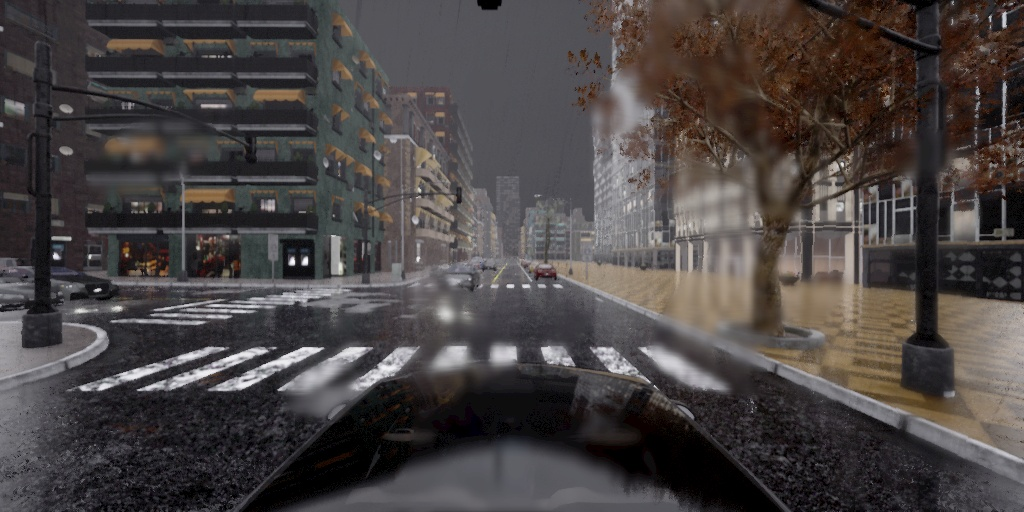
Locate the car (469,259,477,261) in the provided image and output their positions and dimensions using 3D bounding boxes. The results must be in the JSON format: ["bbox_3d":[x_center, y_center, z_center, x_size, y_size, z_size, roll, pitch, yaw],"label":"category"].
[{"bbox_3d":[-5.612,1.296,41.338,2.007,1.370,4.403,0,0,0],"label":"car"}]

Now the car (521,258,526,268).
[{"bbox_3d":[2.801,1.337,57.918,1.802,1.307,4.207,0,0,0],"label":"car"}]

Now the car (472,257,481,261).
[{"bbox_3d":[-5.590,1.191,52.403,1.967,1.591,4.097,0,0,0],"label":"car"}]

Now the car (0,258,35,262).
[{"bbox_3d":[-27.587,0.823,19.167,4.097,1.591,1.967,0,0,0],"label":"car"}]

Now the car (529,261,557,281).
[{"bbox_3d":[2.747,1.288,30.256,1.888,1.381,4.507,0,0,0],"label":"car"}]

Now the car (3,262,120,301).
[{"bbox_3d":[-17.555,1.084,13.455,4.181,1.385,1.994,1,0,-1],"label":"car"}]

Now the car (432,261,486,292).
[{"bbox_3d":[-2.963,1.234,21.162,2.128,1.511,4.902,0,0,0],"label":"car"}]

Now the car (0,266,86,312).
[{"bbox_3d":[-16.417,1.085,10.877,4.403,1.370,2.007,0,0,0],"label":"car"}]

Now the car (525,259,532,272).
[{"bbox_3d":[2.769,1.271,41.491,1.751,1.417,4.829,0,0,0],"label":"car"}]

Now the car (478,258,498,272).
[{"bbox_3d":[-2.913,1.252,46.482,1.837,1.490,4.892,0,0,0],"label":"car"}]
